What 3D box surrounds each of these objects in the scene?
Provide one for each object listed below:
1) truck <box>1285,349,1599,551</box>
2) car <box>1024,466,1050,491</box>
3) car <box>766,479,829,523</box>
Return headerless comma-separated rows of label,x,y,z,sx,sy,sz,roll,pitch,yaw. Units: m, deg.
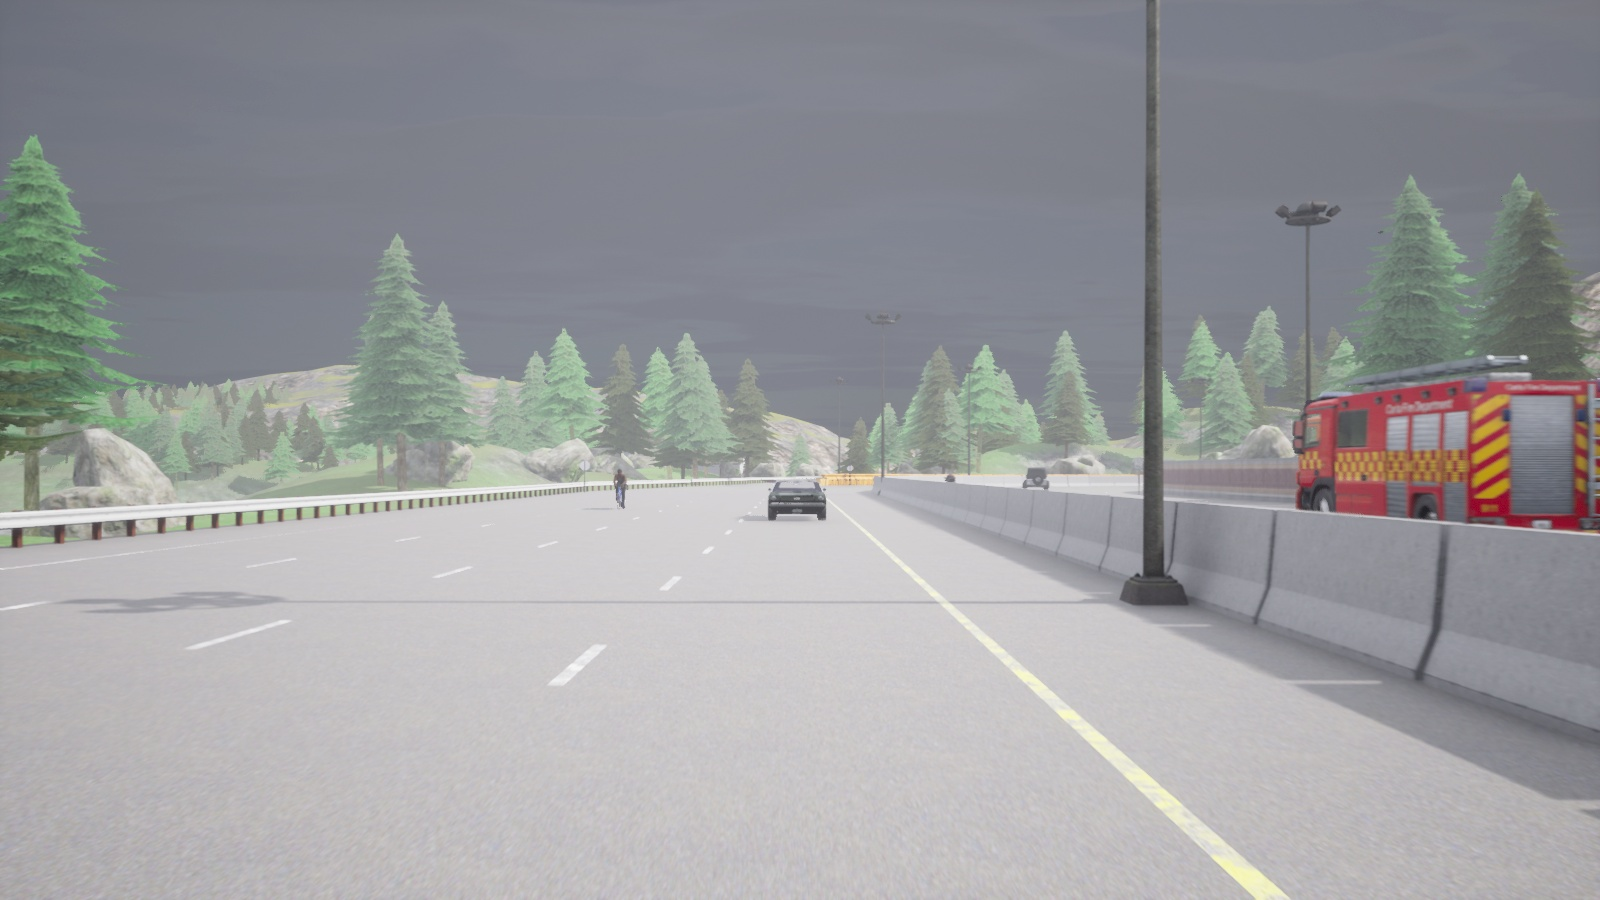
truck,13.952,0.064,28.068,2.891,3.827,8.468,0,-1,0
car,17.968,2.135,95.399,1.905,1.878,3.866,-1,-1,10
car,-0.084,1.594,40.525,1.895,1.301,4.718,0,-1,0
